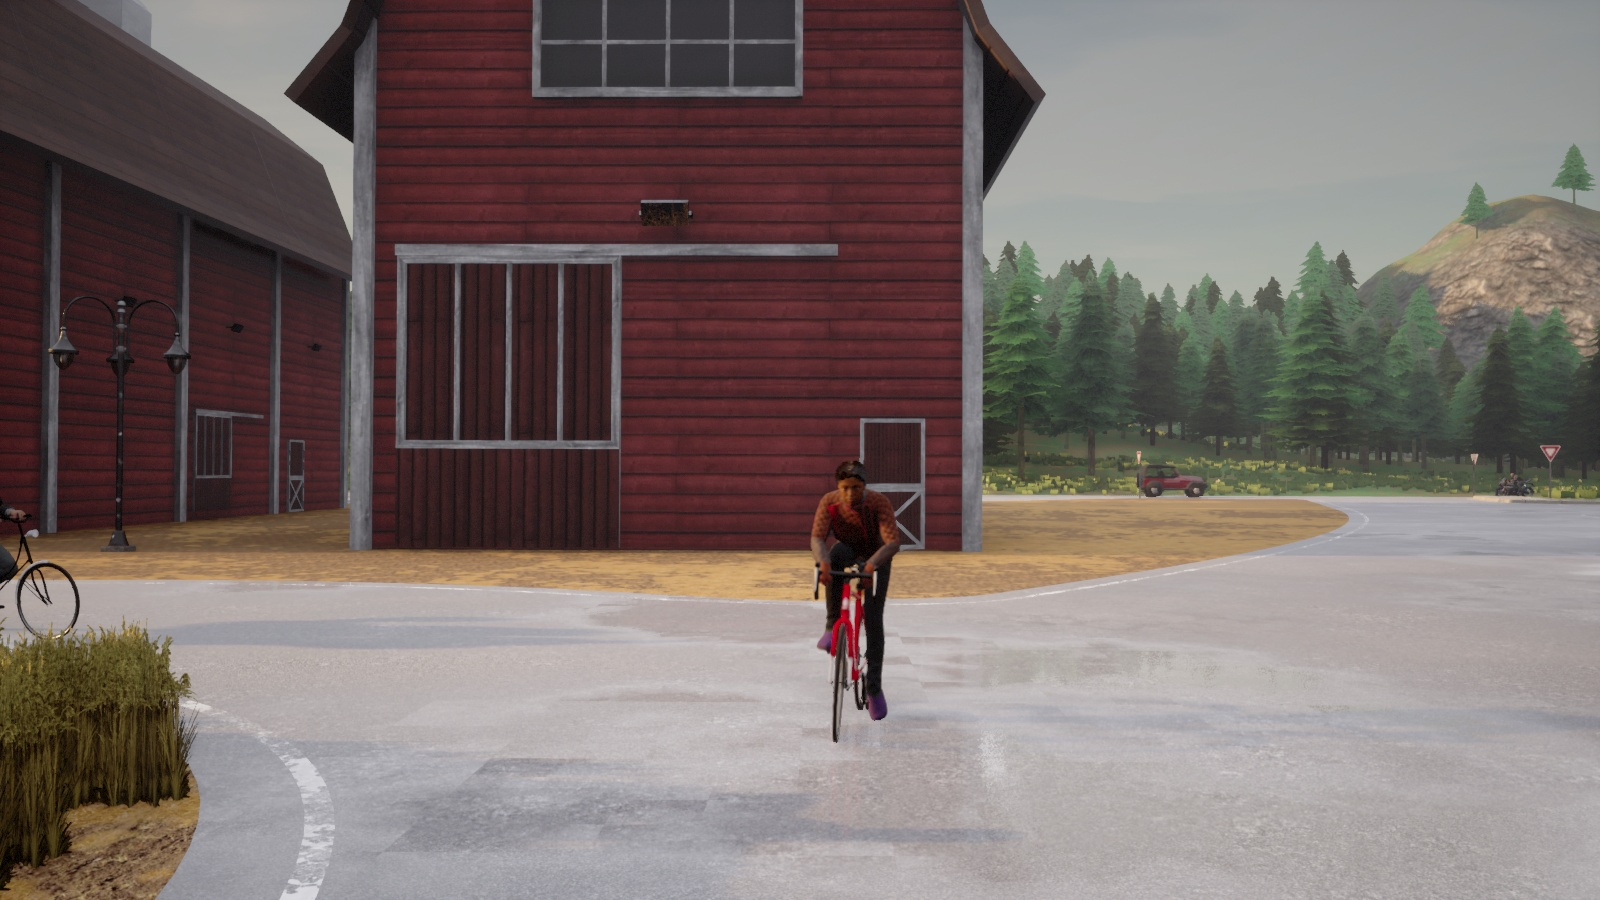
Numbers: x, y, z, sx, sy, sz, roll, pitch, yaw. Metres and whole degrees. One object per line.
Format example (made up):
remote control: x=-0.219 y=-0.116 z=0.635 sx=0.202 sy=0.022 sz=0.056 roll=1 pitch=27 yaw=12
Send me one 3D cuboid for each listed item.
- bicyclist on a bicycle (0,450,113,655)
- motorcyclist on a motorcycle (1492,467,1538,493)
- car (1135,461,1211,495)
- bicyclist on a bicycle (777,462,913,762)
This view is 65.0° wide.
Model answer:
bicyclist on a bicycle: x=-7.296 y=0.905 z=11.403 sx=1.843 sy=1.776 sz=0.659 roll=-1 pitch=-1 yaw=10
motorcyclist on a motorcycle: x=42.290 y=1.785 z=74.324 sx=2.191 sy=1.530 sz=0.866 roll=0 pitch=-1 yaw=2
car: x=21.113 y=1.579 z=71.214 sx=3.866 sy=1.878 sz=1.905 roll=0 pitch=-1 yaw=8
bicyclist on a bicycle: x=0.315 y=0.887 z=7.680 sx=0.582 sy=1.620 sz=1.656 roll=0 pitch=0 yaw=10
